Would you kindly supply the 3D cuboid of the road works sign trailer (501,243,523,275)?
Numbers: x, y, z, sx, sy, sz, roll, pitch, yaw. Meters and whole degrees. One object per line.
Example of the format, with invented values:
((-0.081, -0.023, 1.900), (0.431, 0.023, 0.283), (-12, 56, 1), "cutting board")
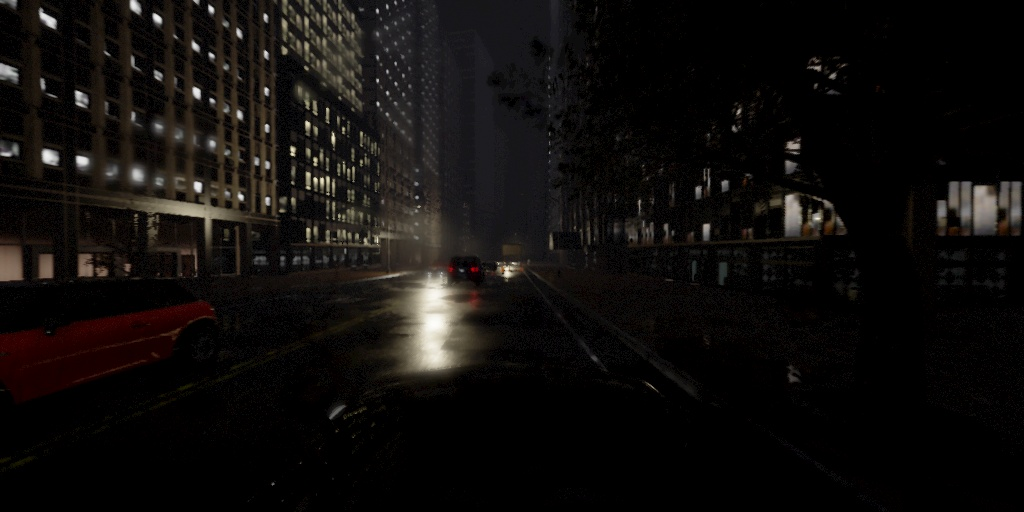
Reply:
((0.008, 0.347, 41.392), (2.380, 3.560, 2.880), (0, 0, 1), "road works sign trailer")

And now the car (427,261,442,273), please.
((-9.826, 1.430, 47.695), (1.812, 1.442, 4.674), (0, 0, 0), "car")

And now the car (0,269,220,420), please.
((-6.599, 1.112, 4.859), (2.097, 1.767, 4.553), (0, 0, 0), "car")

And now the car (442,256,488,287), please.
((-3.149, 1.048, 25.279), (2.150, 2.045, 5.566), (0, 0, 0), "car")

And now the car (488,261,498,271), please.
((-3.147, 1.408, 51.551), (2.128, 1.511, 4.902), (0, 0, 0), "car")

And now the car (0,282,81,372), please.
((-9.849, 1.266, 4.971), (1.837, 1.490, 4.892), (0, 0, 0), "car")
